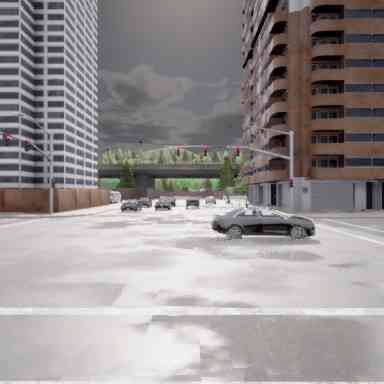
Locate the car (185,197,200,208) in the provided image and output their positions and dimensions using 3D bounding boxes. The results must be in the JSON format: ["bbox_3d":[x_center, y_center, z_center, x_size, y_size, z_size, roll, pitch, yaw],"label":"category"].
[{"bbox_3d":[0.099,1.504,47.086,1.837,1.490,4.892,0,0,0],"label":"car"}]

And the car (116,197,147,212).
[{"bbox_3d":[-7.091,1.547,39.420,2.033,1.411,5.357,0,0,0],"label":"car"}]

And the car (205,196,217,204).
[{"bbox_3d":[3.514,1.526,63.150,1.812,1.442,4.674,0,0,0],"label":"car"}]

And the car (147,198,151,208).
[{"bbox_3d":[-7.078,1.547,49.773,2.033,1.411,5.357,0,0,0],"label":"car"}]

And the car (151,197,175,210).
[{"bbox_3d":[-3.590,1.547,42.289,2.033,1.411,5.357,0,0,0],"label":"car"}]

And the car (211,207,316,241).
[{"bbox_3d":[3.346,1.491,15.990,4.902,1.511,2.128,0,0,0],"label":"car"}]
